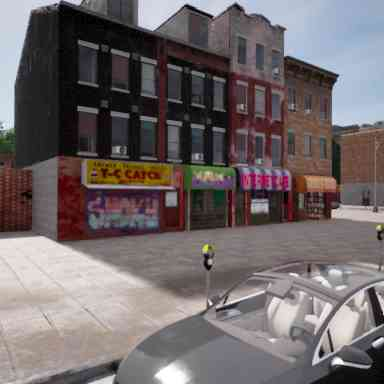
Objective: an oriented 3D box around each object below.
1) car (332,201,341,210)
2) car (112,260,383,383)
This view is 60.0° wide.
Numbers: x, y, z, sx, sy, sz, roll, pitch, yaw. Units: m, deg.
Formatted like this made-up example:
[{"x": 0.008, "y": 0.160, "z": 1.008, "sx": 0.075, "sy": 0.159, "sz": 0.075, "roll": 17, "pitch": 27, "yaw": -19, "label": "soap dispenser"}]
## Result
[{"x": 15.876, "y": 1.420, "z": 41.089, "sx": 1.837, "sy": 1.490, "sz": 4.892, "roll": 1, "pitch": 0, "yaw": -36, "label": "car"}, {"x": 1.296, "y": 1.555, "z": 3.721, "sx": 4.403, "sy": 1.369, "sz": 2.008, "roll": 0, "pitch": 0, "yaw": -35, "label": "car"}]
